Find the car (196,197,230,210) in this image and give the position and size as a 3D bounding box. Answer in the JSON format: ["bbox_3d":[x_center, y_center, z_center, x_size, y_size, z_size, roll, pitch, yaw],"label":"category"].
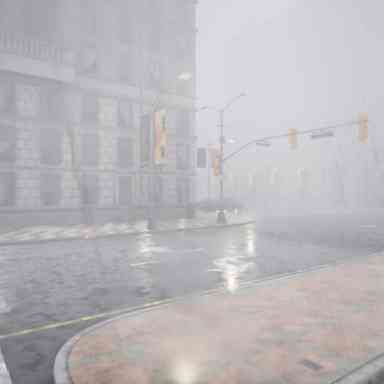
[{"bbox_3d":[2.325,1.564,42.249,1.994,1.385,4.181,0,0,-36],"label":"car"}]

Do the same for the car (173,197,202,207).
[{"bbox_3d":[-0.800,1.547,52.627,2.033,1.411,5.357,0,0,-35],"label":"car"}]

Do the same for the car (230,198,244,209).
[{"bbox_3d":[4.886,1.505,44.682,1.837,1.490,4.892,0,0,-36],"label":"car"}]
